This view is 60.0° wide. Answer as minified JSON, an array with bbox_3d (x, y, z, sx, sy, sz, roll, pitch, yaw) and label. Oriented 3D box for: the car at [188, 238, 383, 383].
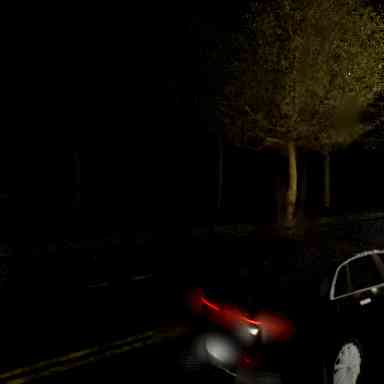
[{"bbox_3d":[2.237,1.470,5.035,4.892,1.490,1.837,-1,0,-35],"label":"car"}]
